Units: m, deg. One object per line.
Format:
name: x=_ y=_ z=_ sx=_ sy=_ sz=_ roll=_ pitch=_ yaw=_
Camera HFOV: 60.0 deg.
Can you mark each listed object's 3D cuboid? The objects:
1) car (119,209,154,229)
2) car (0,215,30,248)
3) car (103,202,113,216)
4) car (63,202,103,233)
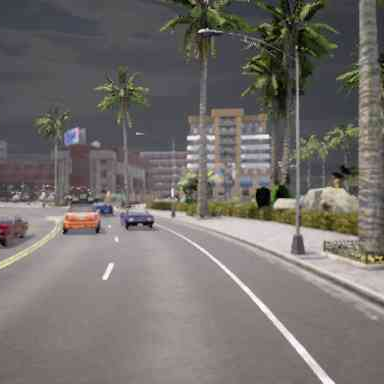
car: x=-4.062 y=1.842 z=23.714 sx=1.895 sy=1.301 sz=4.718 roll=0 pitch=-1 yaw=-18
car: x=-9.210 y=1.766 z=15.737 sx=1.895 sy=1.301 sz=4.718 roll=0 pitch=-1 yaw=-14
car: x=-10.288 y=1.858 z=37.178 sx=1.882 sy=1.535 sz=5.008 roll=0 pitch=0 yaw=-30
car: x=-7.061 y=1.574 z=21.469 sx=2.097 sy=1.767 sz=4.553 roll=0 pitch=0 yaw=-17
